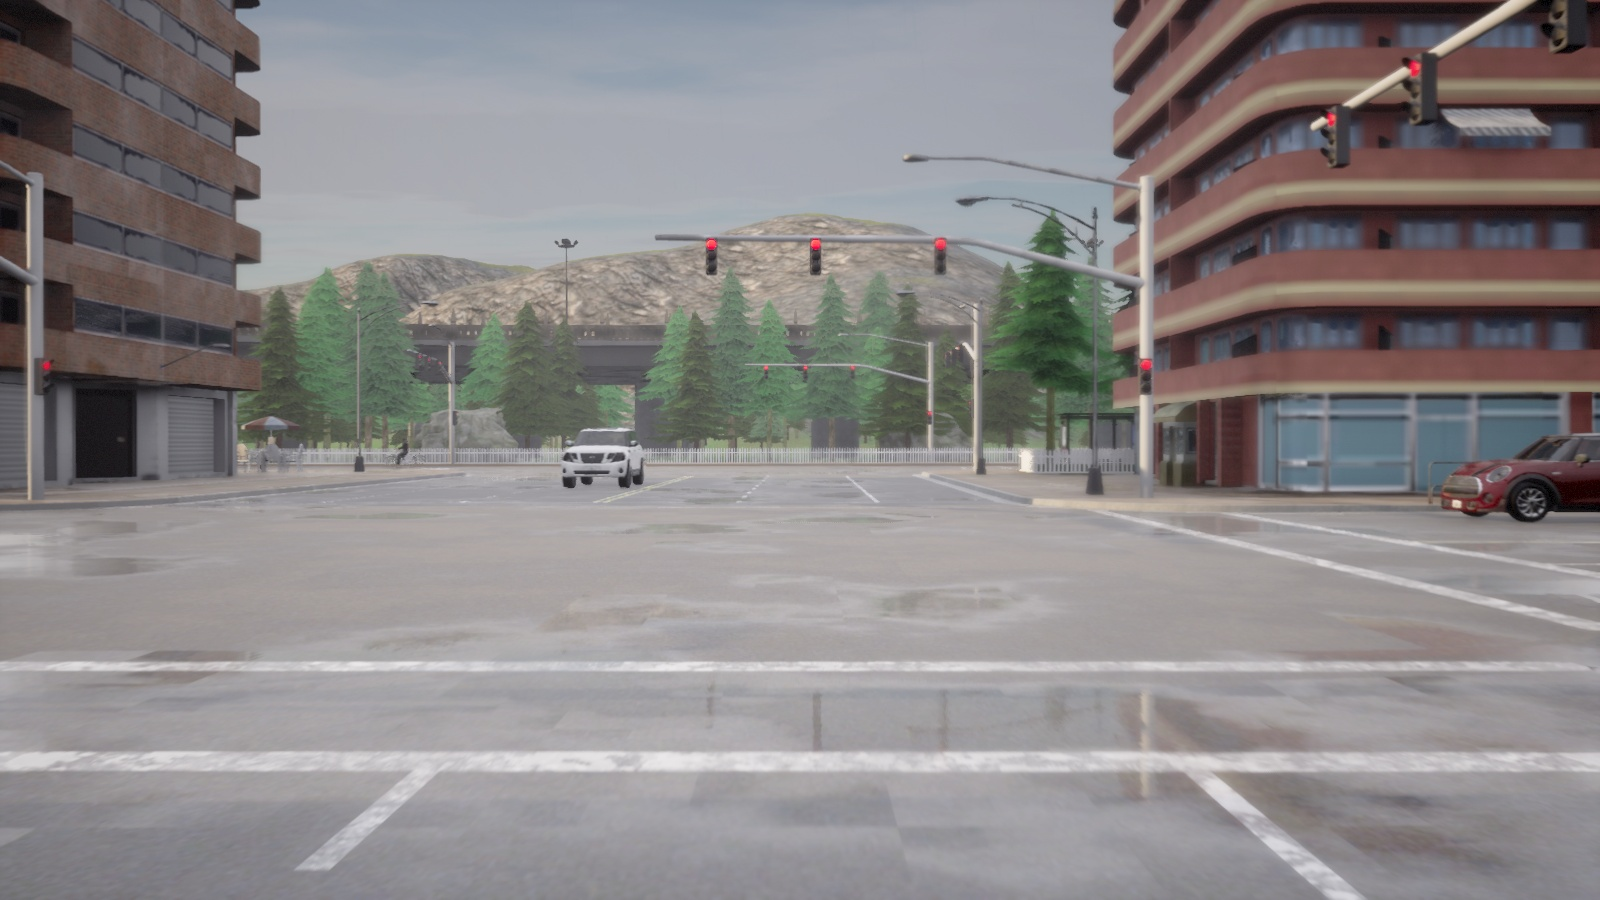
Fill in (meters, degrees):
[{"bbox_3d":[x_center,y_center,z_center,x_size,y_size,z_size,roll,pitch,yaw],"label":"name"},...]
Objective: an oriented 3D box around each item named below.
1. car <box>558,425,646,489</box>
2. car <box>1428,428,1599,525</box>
[{"bbox_3d":[-6.736,0.216,43.314,2.150,2.045,5.566,0,0,0],"label":"car"},{"bbox_3d":[14.825,0.481,24.031,4.553,1.767,2.097,0,0,0],"label":"car"}]
